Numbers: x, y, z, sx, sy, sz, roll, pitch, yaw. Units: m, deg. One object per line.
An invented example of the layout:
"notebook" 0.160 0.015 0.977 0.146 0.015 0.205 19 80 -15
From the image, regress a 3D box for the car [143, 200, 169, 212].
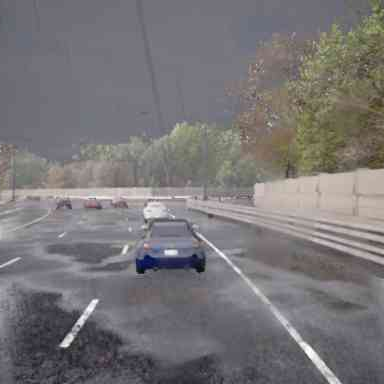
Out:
"car" -2.839 1.519 26.156 1.812 1.442 4.674 0 0 -9

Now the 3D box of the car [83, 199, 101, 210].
"car" -13.545 1.591 44.968 1.994 1.385 4.181 0 0 -24

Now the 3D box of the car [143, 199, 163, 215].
"car" -4.174 1.540 35.975 2.033 1.411 5.357 0 0 -5

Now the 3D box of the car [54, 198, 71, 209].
"car" -17.549 1.550 45.257 1.837 1.490 4.892 0 0 -26

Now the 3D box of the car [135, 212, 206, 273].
"car" -0.708 1.560 10.743 1.994 1.385 4.181 0 0 -5

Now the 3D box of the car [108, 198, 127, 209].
"car" -10.245 1.538 46.170 1.812 1.442 4.674 0 0 -24
